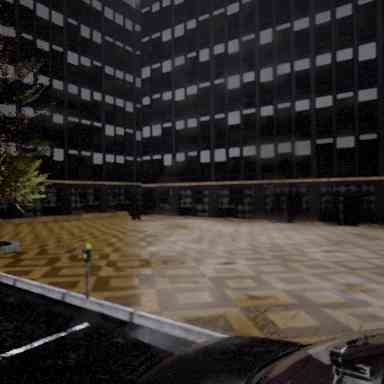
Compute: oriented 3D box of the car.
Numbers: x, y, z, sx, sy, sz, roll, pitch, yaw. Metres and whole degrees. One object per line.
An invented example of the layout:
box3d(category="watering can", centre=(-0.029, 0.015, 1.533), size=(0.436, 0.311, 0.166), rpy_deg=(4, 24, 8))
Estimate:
box3d(category="car", centre=(1.451, 1.550, 1.806), size=(4.403, 1.369, 2.008), rpy_deg=(0, -1, 36))
